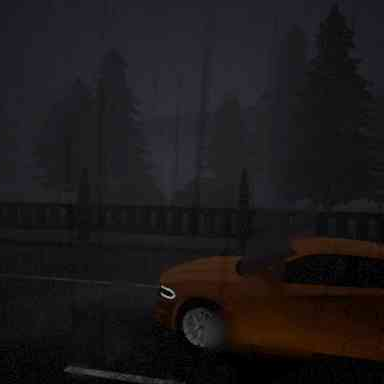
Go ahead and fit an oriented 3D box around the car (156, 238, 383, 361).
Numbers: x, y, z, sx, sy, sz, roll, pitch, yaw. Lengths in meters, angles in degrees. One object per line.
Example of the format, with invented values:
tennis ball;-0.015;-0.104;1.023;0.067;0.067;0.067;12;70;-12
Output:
car;1.932;1.452;5.006;5.008;1.535;1.882;1;1;15
